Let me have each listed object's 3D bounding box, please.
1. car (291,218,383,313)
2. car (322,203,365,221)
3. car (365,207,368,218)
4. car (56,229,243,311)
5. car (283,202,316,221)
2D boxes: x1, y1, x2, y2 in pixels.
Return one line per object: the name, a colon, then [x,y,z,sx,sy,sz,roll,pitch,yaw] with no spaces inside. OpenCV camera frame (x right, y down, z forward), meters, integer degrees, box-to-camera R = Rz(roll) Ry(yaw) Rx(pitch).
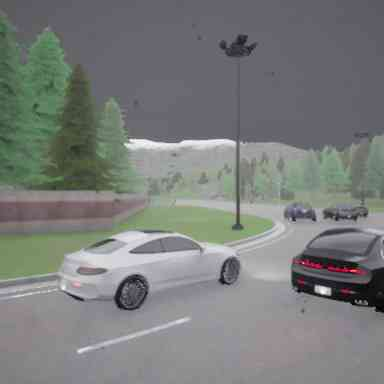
car: [4.120,1.614,8.003,1.837,1.490,4.892,1,0,43]
car: [13.442,1.895,30.490,2.128,1.511,4.902,0,-1,4]
car: [16.754,1.963,35.465,2.128,1.511,4.902,0,-1,-3]
car: [-0.777,1.627,8.018,4.674,1.442,1.812,0,0,-41]
car: [9.993,1.760,31.269,2.097,1.767,4.553,0,-1,3]
